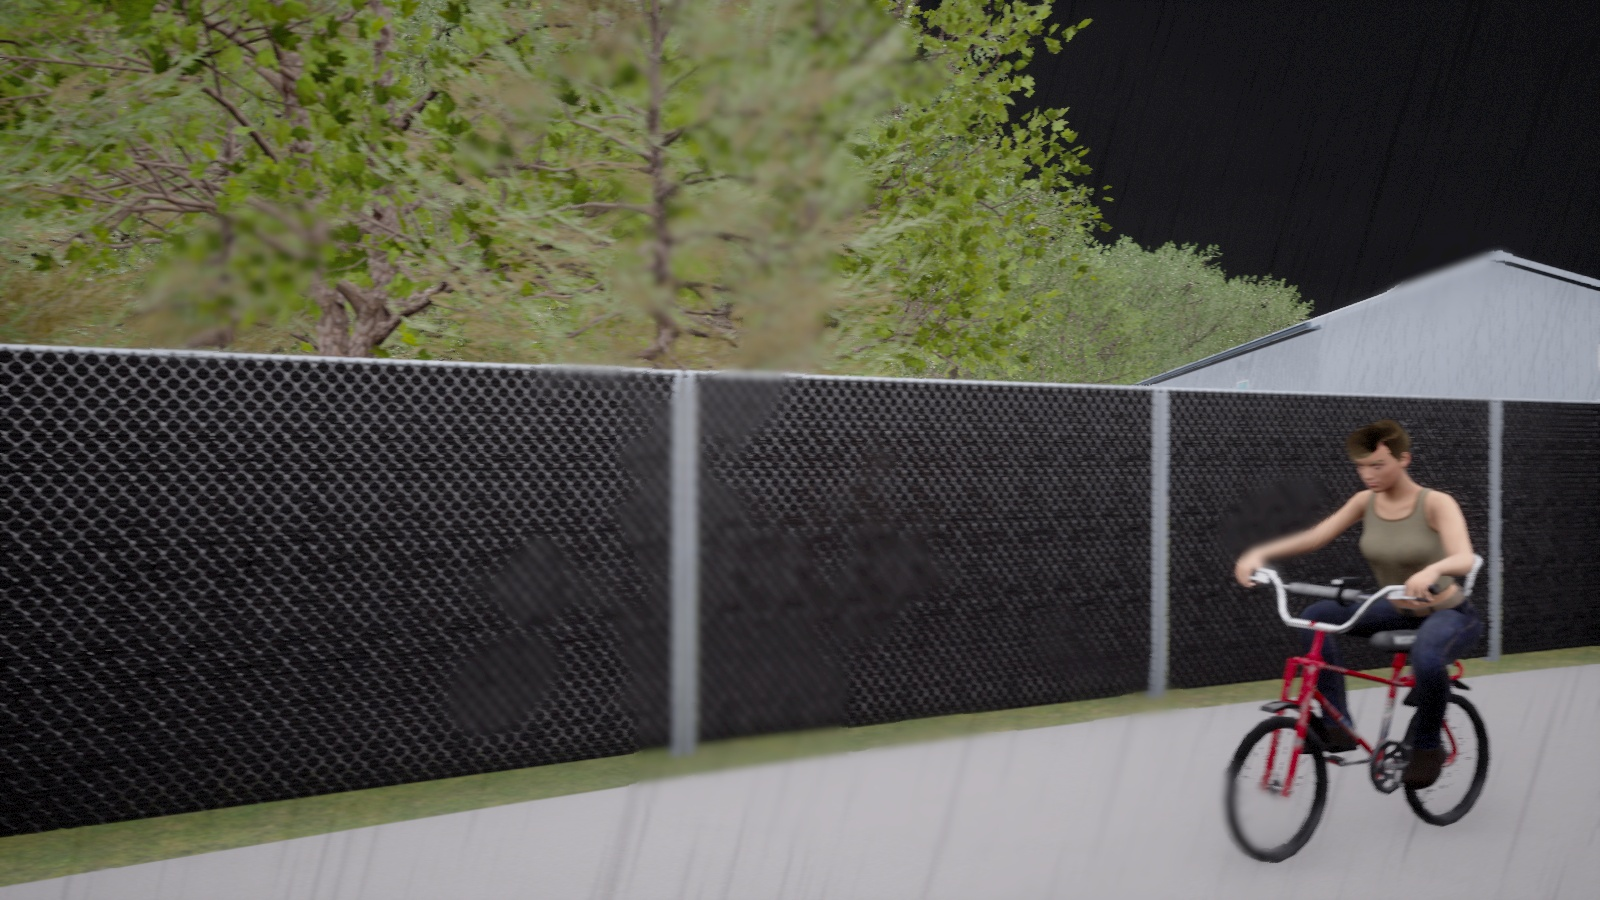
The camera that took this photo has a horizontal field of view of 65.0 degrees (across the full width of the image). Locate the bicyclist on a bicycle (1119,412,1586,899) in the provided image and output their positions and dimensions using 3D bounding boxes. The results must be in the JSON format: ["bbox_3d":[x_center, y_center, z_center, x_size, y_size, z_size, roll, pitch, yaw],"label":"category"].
[{"bbox_3d":[2.080,0.681,4.740,1.509,1.612,0.866,0,0,-28],"label":"bicyclist on a bicycle"}]
